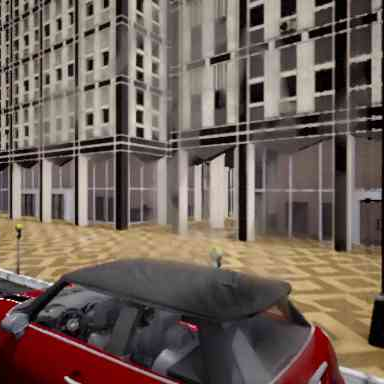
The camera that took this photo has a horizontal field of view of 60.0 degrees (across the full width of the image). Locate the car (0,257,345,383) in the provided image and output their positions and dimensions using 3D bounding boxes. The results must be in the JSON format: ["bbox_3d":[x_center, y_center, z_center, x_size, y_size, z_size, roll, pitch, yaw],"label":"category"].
[{"bbox_3d":[-0.737,1.428,3.404,4.097,1.590,1.967,0,0,36],"label":"car"}]
